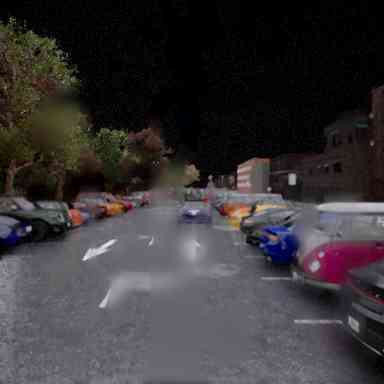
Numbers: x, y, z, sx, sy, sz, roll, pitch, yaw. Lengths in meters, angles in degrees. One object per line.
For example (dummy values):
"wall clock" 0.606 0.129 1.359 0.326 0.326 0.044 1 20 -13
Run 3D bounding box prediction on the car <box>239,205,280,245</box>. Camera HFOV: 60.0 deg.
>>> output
"car" 4.557 1.420 12.717 5.008 1.535 2.097 0 0 0

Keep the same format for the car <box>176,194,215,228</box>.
"car" 0.119 1.245 21.460 2.097 1.767 4.553 0 0 0

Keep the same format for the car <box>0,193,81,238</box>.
"car" -8.498 1.154 15.485 5.566 2.045 2.435 0 0 0

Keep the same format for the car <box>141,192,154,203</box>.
"car" -8.680 1.197 48.781 5.366 1.575 1.946 0 0 0

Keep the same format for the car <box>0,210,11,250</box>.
"car" -8.538 1.434 9.916 4.892 1.521 2.231 0 0 0

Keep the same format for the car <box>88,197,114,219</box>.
"car" -8.513 1.360 23.840 5.008 1.535 2.097 0 0 0

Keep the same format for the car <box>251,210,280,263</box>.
"car" 4.543 1.433 9.934 5.008 1.535 2.097 0 0 0

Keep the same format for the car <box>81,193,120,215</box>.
"car" -8.483 1.218 26.624 4.553 1.767 2.185 0 0 0

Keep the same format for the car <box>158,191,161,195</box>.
"car" -8.515 0.997 59.919 4.553 1.767 2.185 0 0 0

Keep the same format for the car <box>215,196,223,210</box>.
"car" 4.567 1.351 32.201 4.674 1.452 2.002 0 0 0

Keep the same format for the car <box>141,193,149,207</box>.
"car" -8.470 1.267 43.335 4.792 1.488 2.163 0 0 0

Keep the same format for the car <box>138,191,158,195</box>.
"car" -8.520 0.930 51.564 5.566 2.045 2.435 0 0 0

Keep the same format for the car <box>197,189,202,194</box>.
"car" 4.406 0.737 91.574 4.792 1.488 2.163 0 1 0

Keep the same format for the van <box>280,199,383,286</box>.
"van" 4.429 1.221 7.150 4.442 1.987 1.878 0 0 0

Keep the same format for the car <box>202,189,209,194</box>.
"car" 4.614 0.949 48.899 5.566 2.045 2.435 0 0 0

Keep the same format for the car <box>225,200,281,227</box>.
"car" 4.742 1.388 18.284 5.366 1.575 1.946 0 0 0

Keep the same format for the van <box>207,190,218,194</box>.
"van" 4.700 0.993 46.116 4.442 1.987 1.878 0 0 0

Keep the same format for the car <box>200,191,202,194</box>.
"car" 4.787 1.081 65.599 5.366 1.575 1.946 0 0 0

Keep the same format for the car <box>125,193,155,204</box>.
"car" -8.458 1.035 54.474 4.553 1.767 2.185 0 0 0

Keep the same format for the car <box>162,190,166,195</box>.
"car" -8.507 0.832 65.613 5.566 2.045 2.435 0 0 0

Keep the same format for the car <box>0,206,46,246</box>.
"car" -8.557 1.449 12.699 4.792 1.488 2.163 0 0 0

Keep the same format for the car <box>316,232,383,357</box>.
"car" 4.537 1.461 4.367 4.892 1.521 2.231 0 0 0

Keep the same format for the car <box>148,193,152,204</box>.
"car" -8.502 1.219 46.121 5.008 1.535 2.097 0 0 0

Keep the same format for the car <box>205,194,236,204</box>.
"car" 4.597 1.162 54.466 4.892 1.521 2.231 0 0 0

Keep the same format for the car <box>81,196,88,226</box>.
"car" -8.492 1.265 18.270 4.553 1.767 2.185 0 0 0

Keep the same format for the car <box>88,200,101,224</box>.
"car" -8.523 1.415 21.056 4.674 1.452 2.002 0 0 0

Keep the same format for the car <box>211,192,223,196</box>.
"car" 4.604 1.168 34.982 4.553 1.767 2.185 0 0 0

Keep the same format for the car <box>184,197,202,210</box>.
"car" 0.138 1.325 40.344 2.033 1.411 5.357 0 0 0

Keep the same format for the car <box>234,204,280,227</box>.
"car" 4.551 1.446 15.501 4.674 1.452 2.002 0 0 0

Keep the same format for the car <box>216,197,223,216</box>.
"car" 4.594 1.374 26.634 4.792 1.488 2.163 0 0 0

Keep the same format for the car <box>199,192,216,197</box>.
"car" 4.443 0.722 94.400 4.674 1.452 2.002 0 0 0

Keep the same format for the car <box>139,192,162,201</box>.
"car" -8.445 0.938 68.399 4.553 1.767 2.185 0 0 0

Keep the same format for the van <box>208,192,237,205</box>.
"van" 4.704 0.956 51.558 4.442 1.987 1.878 0 0 0

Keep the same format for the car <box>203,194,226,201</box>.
"car" 4.588 1.106 68.241 4.674 1.452 2.002 -1 0 0

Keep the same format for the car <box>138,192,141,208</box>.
"car" -8.536 1.149 37.765 4.553 1.767 2.185 0 0 0

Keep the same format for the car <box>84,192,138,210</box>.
"car" -8.482 1.059 32.195 5.566 2.045 2.435 0 0 0

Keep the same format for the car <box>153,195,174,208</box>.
"car" -3.550 1.360 43.083 1.895 1.301 4.718 0 0 0

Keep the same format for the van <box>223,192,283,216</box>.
"van" 4.679 1.135 23.786 4.442 1.987 1.878 0 0 0

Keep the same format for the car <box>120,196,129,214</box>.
"car" -8.517 1.327 29.410 5.008 1.535 2.097 0 0 0
